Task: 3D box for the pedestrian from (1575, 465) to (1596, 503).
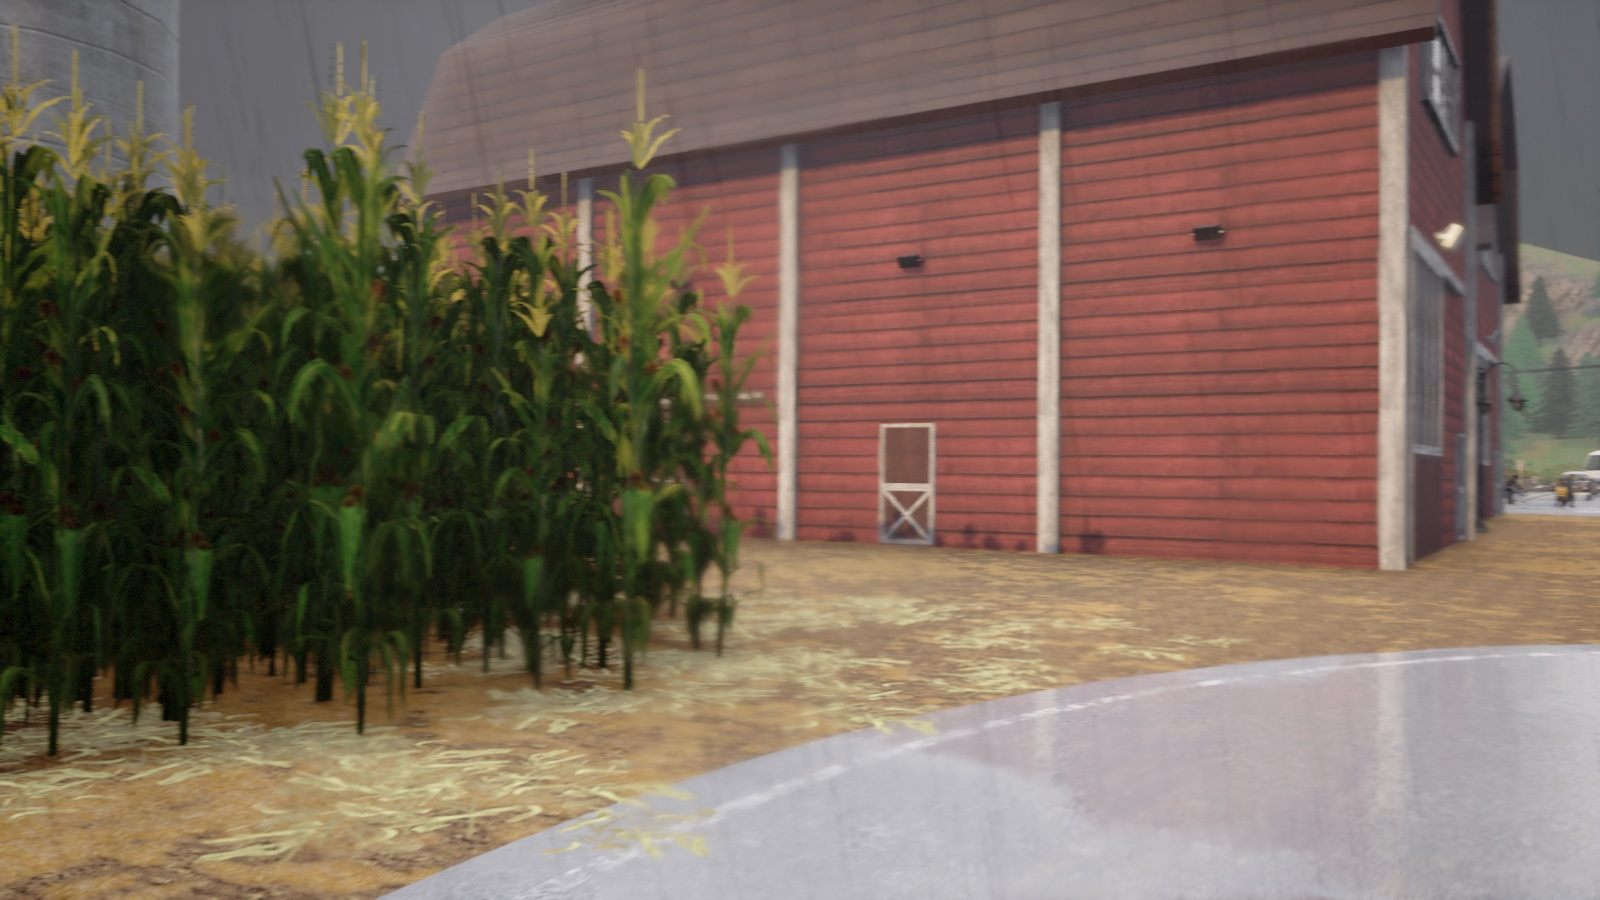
[{"bbox_3d":[40.170,1.721,64.191,0.423,1.949,0.788,1,-1,-37],"label":"pedestrian"}]
